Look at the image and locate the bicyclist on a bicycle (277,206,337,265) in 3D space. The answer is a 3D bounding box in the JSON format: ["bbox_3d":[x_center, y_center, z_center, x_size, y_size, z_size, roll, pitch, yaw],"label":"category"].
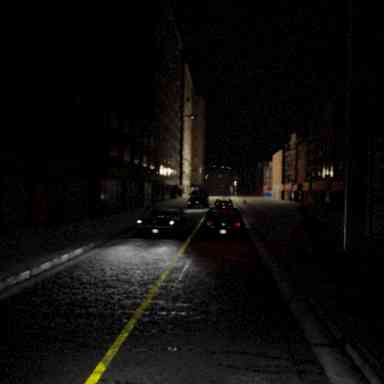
[{"bbox_3d":[3.262,1.240,9.398,1.656,1.620,0.582,1,1,5],"label":"bicyclist on a bicycle"}]

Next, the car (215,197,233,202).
[{"bbox_3d":[3.367,1.224,35.295,1.895,1.301,4.718,1,1,5],"label":"car"}]

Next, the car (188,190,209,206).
[{"bbox_3d":[0.852,0.745,38.873,2.150,2.045,5.566,1,1,6],"label":"car"}]

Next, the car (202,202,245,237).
[{"bbox_3d":[1.588,1.419,16.786,1.895,1.301,4.718,1,1,5],"label":"car"}]

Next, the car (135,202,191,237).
[{"bbox_3d":[-1.389,1.366,16.620,1.895,1.301,4.718,1,1,5],"label":"car"}]
